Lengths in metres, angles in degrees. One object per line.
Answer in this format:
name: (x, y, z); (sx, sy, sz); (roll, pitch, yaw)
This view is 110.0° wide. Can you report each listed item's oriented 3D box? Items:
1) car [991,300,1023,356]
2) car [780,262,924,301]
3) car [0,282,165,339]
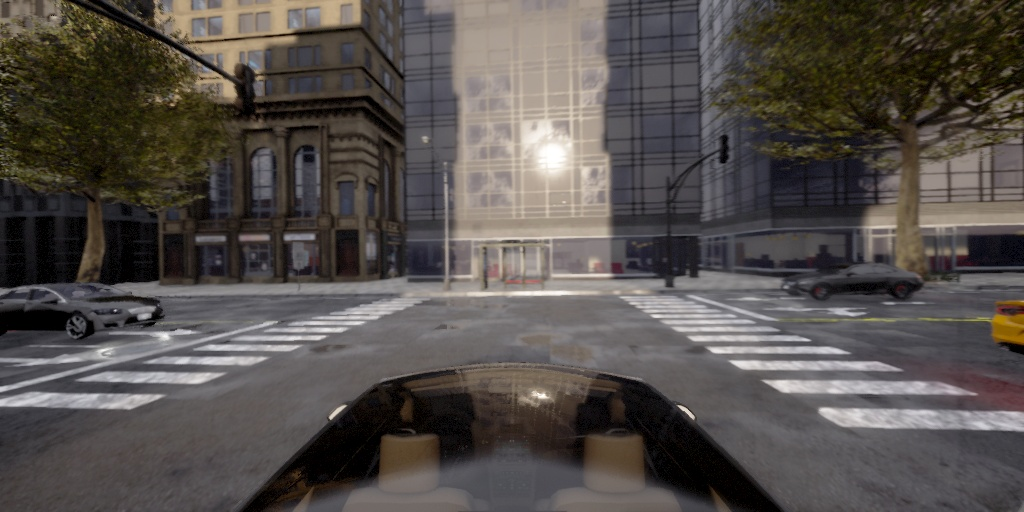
car: (10.403, 1.014, 5.150); (5.008, 1.535, 1.882); (-1, -1, 5)
car: (13.744, 0.992, 14.682); (4.674, 1.442, 1.812); (-1, 0, 7)
car: (-13.203, 1.560, 10.759); (4.902, 1.511, 2.128); (-1, 0, 6)
